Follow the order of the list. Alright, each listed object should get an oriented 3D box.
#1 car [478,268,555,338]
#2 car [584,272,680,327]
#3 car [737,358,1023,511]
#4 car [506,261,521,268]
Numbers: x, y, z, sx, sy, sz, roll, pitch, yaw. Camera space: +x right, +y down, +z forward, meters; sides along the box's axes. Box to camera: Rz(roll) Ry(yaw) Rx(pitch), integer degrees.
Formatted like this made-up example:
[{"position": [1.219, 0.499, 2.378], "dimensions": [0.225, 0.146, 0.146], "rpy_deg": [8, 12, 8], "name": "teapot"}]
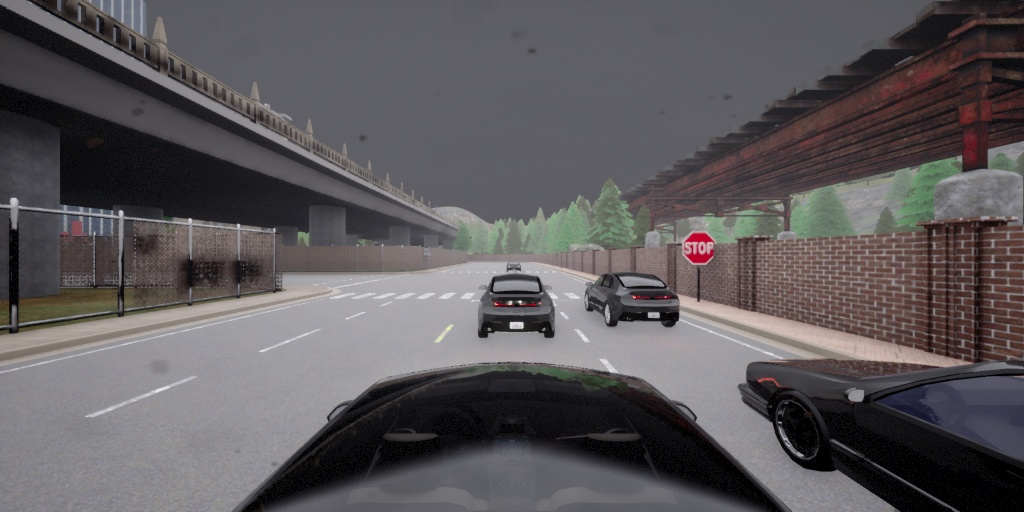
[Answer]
[{"position": [0.105, 1.255, 10.166], "dimensions": [1.837, 1.490, 4.892], "rpy_deg": [0, 0, 0], "name": "car"}, {"position": [3.608, 1.255, 11.522], "dimensions": [1.837, 1.490, 4.892], "rpy_deg": [0, 0, 0], "name": "car"}, {"position": [3.600, 1.297, 1.776], "dimensions": [2.033, 1.411, 5.357], "rpy_deg": [0, 0, 0], "name": "car"}, {"position": [0.218, 1.351, 46.390], "dimensions": [1.895, 1.301, 4.718], "rpy_deg": [0, 0, -1], "name": "car"}]
